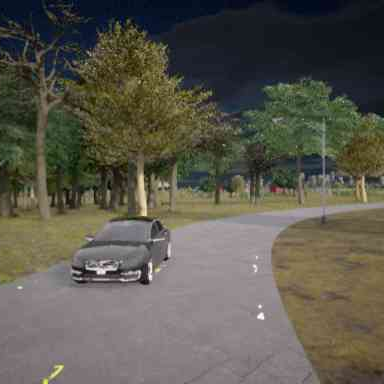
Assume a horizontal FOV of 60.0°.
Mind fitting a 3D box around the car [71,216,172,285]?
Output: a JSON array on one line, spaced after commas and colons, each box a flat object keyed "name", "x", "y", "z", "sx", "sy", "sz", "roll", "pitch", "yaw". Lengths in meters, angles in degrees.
[{"name": "car", "x": -1.767, "y": 1.520, "z": 9.699, "sx": 1.837, "sy": 1.490, "sz": 4.892, "roll": 0, "pitch": 0, "yaw": 5}]
